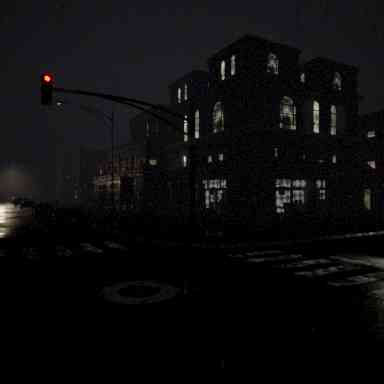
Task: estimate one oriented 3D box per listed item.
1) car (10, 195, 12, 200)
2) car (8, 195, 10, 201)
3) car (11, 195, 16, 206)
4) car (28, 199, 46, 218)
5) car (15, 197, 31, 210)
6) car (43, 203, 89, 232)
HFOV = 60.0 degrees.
[{"bbox_3d":[-30.119,1.569,57.961,2.008,1.369,4.403,0,0,-31],"label":"car"},{"bbox_3d":[-35.780,1.607,67.443,1.802,1.307,4.206,0,0,-31],"label":"car"},{"bbox_3d":[-27.287,1.456,53.220,1.967,1.590,4.097,0,0,-31],"label":"car"},{"bbox_3d":[-13.134,1.588,29.513,1.802,1.307,4.206,0,0,-31],"label":"car"},{"bbox_3d":[-21.627,1.562,43.737,2.008,1.369,4.403,0,0,-31],"label":"car"},{"bbox_3d":[-7.474,1.569,20.032,1.947,1.339,4.313,0,0,-31],"label":"car"}]
